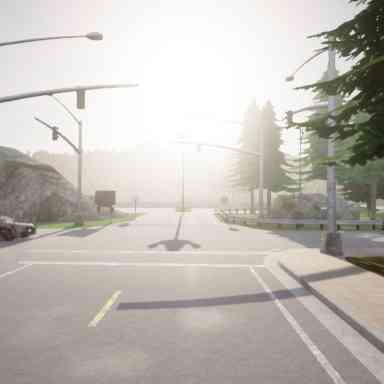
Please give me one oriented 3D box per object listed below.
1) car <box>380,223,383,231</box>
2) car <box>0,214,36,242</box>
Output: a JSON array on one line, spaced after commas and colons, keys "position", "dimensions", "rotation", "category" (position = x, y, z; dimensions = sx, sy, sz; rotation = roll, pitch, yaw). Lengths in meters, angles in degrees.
[{"position": [15.035, 2.058, 21.108], "dimensions": [5.357, 1.411, 2.033], "rotation": [0, -1, -2], "category": "car"}, {"position": [-10.632, 1.865, 17.762], "dimensions": [4.181, 1.385, 1.994], "rotation": [0, -1, 1], "category": "car"}]
